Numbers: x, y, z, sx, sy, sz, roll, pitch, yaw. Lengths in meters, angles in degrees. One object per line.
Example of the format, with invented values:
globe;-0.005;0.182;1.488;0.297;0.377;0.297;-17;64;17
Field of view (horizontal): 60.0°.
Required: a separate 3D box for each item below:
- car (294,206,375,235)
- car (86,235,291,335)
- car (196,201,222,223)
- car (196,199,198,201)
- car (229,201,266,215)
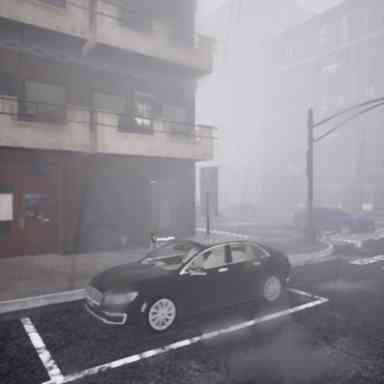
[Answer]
car;8.670;1.686;20.666;1.882;1.535;5.008;0;0;-31
car;0.147;1.598;6.680;4.403;1.369;2.008;1;-1;-36
car;0.692;1.714;27.856;1.887;1.381;4.507;0;0;-35
car;-0.098;1.488;33.768;2.097;1.767;4.553;0;0;-35
car;5.861;1.672;35.517;1.887;1.381;4.507;0;0;-35
